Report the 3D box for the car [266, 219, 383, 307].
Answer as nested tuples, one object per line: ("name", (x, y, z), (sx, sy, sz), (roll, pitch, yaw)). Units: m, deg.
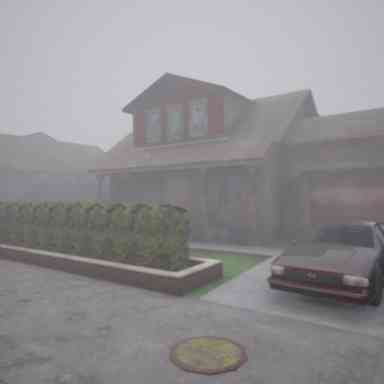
("car", (3.702, 1.374, 7.842), (2.033, 1.415, 5.357), (-1, -1, 39))
